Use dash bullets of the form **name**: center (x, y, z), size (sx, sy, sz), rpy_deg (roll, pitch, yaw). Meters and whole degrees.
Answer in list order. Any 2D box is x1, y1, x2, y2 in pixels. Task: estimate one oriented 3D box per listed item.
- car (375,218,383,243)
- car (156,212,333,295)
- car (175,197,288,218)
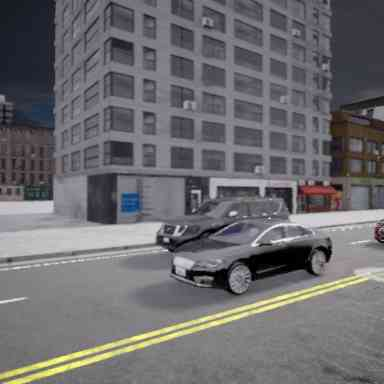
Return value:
- **car**: center (10.074, 1.354, 14.733), size (4.553, 1.767, 2.097), rpy_deg (0, 0, -35)
- **car**: center (1.741, 1.493, 8.793), size (4.902, 1.511, 2.128), rpy_deg (0, 0, -35)
- **car**: center (1.404, 1.224, 12.544), size (5.566, 2.045, 2.150), rpy_deg (0, 0, -35)
